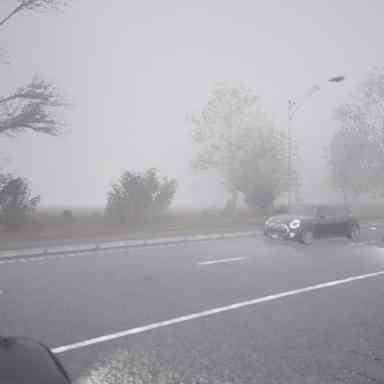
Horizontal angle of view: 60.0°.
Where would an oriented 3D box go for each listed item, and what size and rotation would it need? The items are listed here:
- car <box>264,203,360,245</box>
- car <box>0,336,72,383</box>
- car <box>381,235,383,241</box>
[{"bbox_3d":[5.532,1.318,15.330,4.553,1.767,2.097,0,0,-28],"label":"car"},{"bbox_3d":[-2.688,1.552,1.671,4.181,1.385,1.994,0,0,-36],"label":"car"},{"bbox_3d":[10.473,1.530,14.057,5.357,1.411,2.033,0,0,-27],"label":"car"}]
